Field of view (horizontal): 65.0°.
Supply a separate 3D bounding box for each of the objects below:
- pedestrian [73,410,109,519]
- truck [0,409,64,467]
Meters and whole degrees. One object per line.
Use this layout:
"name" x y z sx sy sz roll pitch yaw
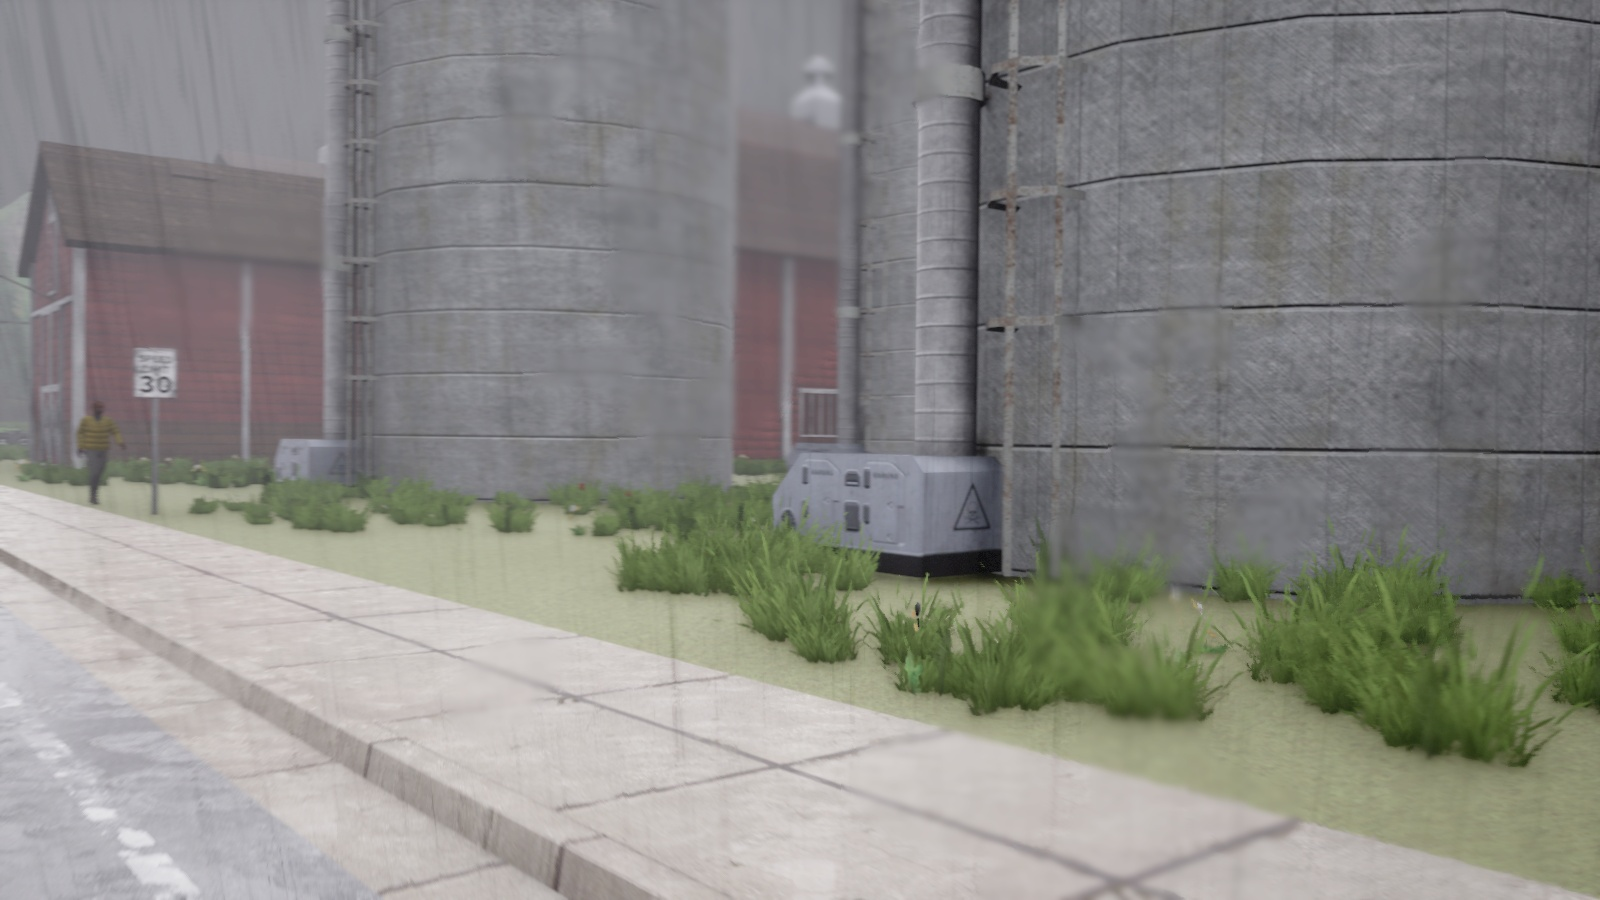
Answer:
"pedestrian" -12.174 0.238 21.557 0.370 1.835 0.726 -1 1 -42
"truck" -49.466 -0.733 76.233 7.936 3.462 2.891 -1 1 -39
